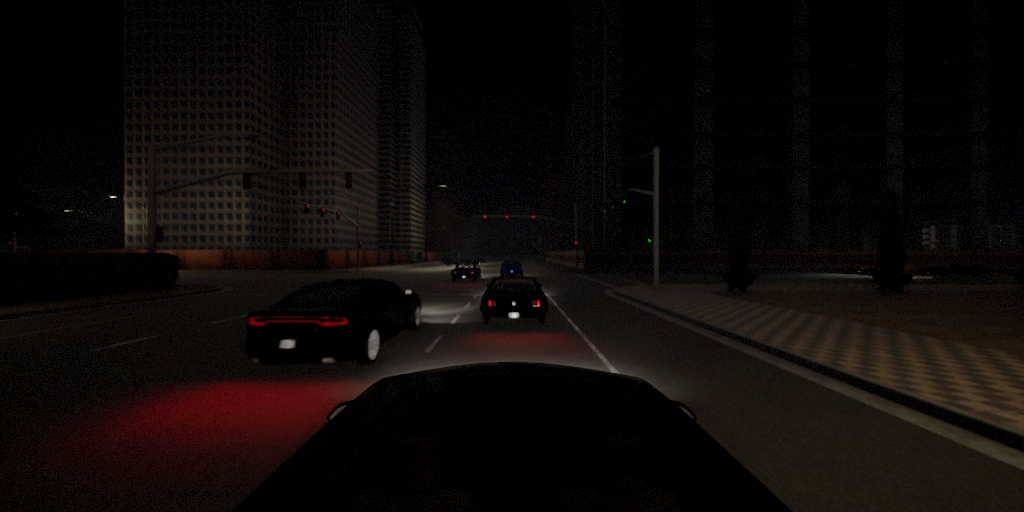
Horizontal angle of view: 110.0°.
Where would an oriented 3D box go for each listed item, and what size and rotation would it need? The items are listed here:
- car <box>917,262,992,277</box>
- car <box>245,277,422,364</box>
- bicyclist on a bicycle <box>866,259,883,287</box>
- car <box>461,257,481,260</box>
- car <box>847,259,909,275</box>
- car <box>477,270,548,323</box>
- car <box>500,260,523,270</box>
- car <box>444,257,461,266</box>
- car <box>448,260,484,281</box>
[{"bbox_3d":[39.375,1.216,32.018,4.718,1.301,1.895,0,0,1],"label":"car"},{"bbox_3d":[-3.451,1.200,8.029,1.882,1.535,5.008,0,0,1],"label":"car"},{"bbox_3d":[20.760,0.969,20.175,0.582,1.620,1.656,0,0,0],"label":"bicyclist on a bicycle"},{"bbox_3d":[-7.010,1.083,61.959,1.895,1.301,4.718,0,0,1],"label":"car"},{"bbox_3d":[36.182,1.077,35.546,5.008,1.535,1.882,0,0,1],"label":"car"},{"bbox_3d":[0.073,1.306,11.941,1.895,1.301,4.718,0,0,0],"label":"car"},{"bbox_3d":[-0.045,1.095,31.590,1.882,1.535,5.008,0,0,0],"label":"car"},{"bbox_3d":[-10.513,0.959,62.061,1.882,1.535,5.008,0,0,1],"label":"car"},{"bbox_3d":[-3.522,1.233,28.347,1.895,1.301,4.718,0,0,0],"label":"car"}]
